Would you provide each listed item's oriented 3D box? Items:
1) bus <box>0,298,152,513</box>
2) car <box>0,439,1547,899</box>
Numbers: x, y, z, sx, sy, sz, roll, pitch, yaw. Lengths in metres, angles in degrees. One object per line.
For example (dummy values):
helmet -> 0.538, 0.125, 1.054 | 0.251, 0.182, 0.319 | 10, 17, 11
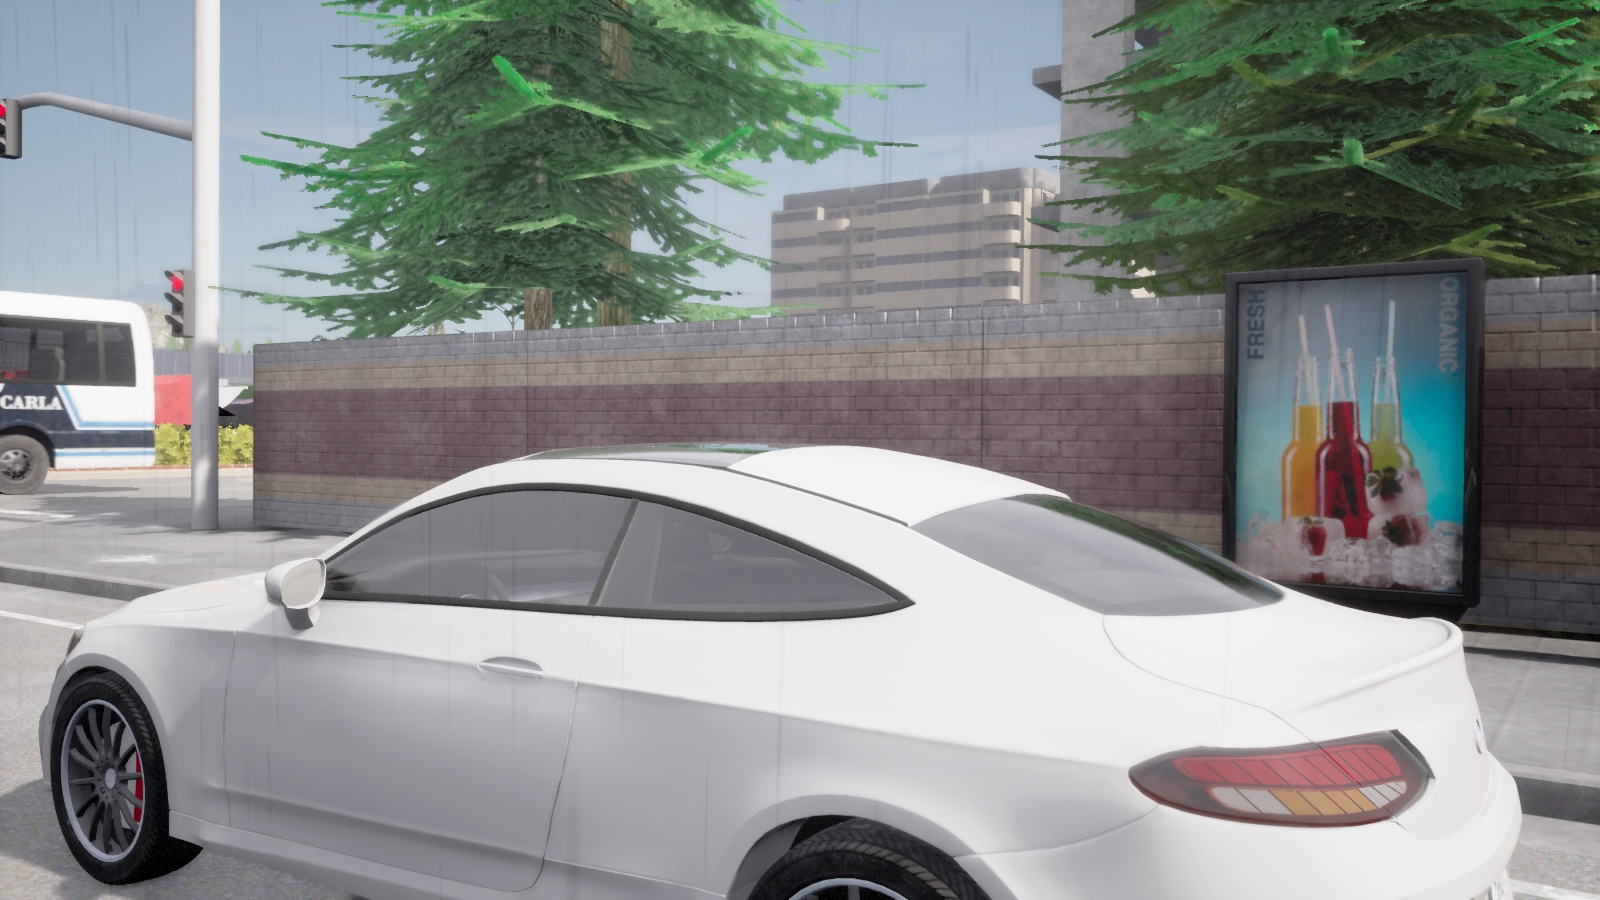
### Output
bus -> -18.635, -0.845, 24.157 | 3.944, 4.253, 10.273 | 0, 1, 34
car -> -0.437, 0.708, 3.913 | 4.674, 1.442, 1.812 | 0, 1, 33
